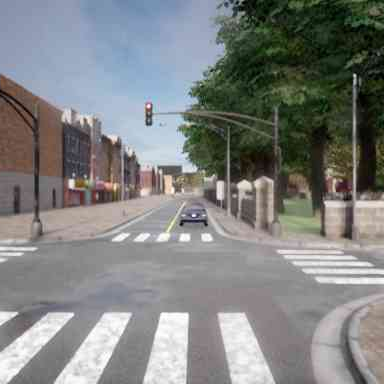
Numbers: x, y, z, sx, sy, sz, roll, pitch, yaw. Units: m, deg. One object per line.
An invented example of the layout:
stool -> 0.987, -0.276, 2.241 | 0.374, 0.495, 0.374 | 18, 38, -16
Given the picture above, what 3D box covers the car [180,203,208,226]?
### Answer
car -> 0.115, 1.500, 23.091 | 2.033, 1.411, 5.357 | 0, 0, 0
